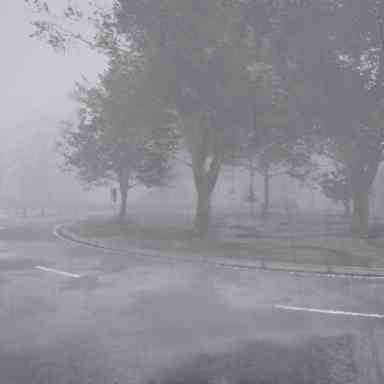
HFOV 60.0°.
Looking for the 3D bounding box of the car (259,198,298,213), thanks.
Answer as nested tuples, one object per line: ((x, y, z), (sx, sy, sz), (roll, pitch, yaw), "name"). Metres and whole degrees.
((12.589, 1.926, 48.560), (5.566, 2.045, 2.150), (1, -1, 14), "car")

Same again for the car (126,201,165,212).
((-6.382, 1.952, 44.657), (5.357, 1.411, 2.033), (1, -1, -23), "car")
